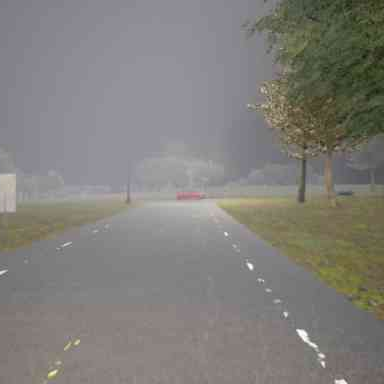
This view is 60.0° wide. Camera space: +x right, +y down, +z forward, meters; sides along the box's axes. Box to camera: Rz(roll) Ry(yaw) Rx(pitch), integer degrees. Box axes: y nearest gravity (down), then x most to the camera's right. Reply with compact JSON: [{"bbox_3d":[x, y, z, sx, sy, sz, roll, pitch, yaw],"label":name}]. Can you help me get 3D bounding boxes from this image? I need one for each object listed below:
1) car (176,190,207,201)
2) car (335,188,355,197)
[{"bbox_3d":[-0.109,0.595,58.999,5.566,2.045,2.150,0,0,-1],"label":"car"},{"bbox_3d":[30.008,0.083,66.552,4.553,1.767,2.097,-1,-1,-1],"label":"car"}]
